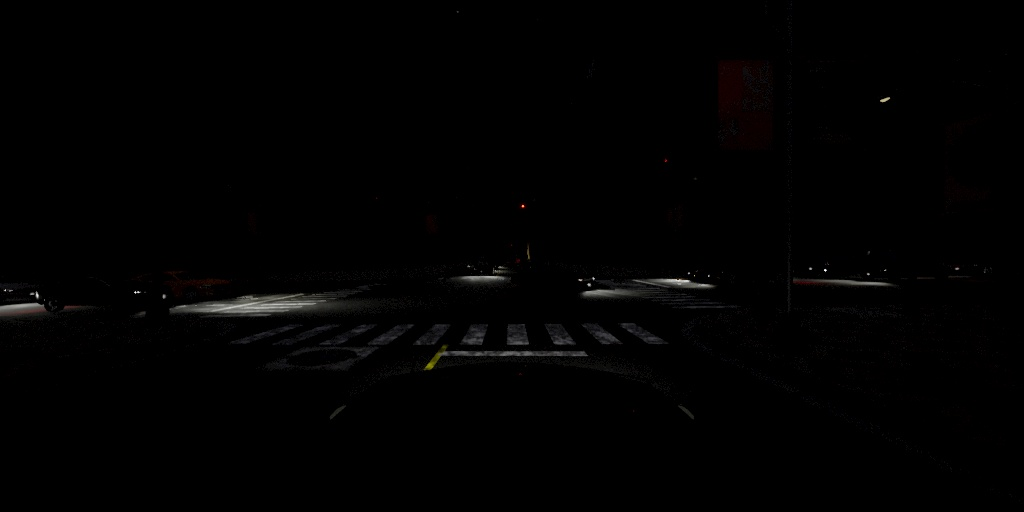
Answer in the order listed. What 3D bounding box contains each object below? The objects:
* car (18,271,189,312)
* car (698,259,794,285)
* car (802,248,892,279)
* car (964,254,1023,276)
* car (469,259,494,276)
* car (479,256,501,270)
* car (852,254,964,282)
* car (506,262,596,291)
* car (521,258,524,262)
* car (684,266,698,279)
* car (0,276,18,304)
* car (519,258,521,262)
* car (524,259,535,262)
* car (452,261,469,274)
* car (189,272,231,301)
[{"bbox_3d":[-17.629,1.546,15.661,4.902,1.511,2.128,-1,0,2],"label":"car"},{"bbox_3d":[14.728,0.965,22.387,4.892,1.490,1.837,-1,0,2],"label":"car"},{"bbox_3d":[24.130,0.510,25.675,5.566,2.045,2.150,-1,0,0],"label":"car"},{"bbox_3d":[34.350,0.605,25.683,4.902,1.511,2.128,-1,0,0],"label":"car"},{"bbox_3d":[-3.064,1.270,37.328,1.812,1.442,4.674,0,0,-2],"label":"car"},{"bbox_3d":[-3.195,0.974,53.412,2.150,2.045,5.566,0,1,0],"label":"car"},{"bbox_3d":[24.611,0.812,22.428,4.674,1.442,1.812,-1,0,0],"label":"car"},{"bbox_3d":[2.275,1.261,21.504,5.357,1.411,2.033,-2,0,43],"label":"car"},{"bbox_3d":[2.671,1.303,52.011,1.888,1.381,4.507,0,0,0],"label":"car"},{"bbox_3d":[14.654,1.020,25.657,4.181,1.385,1.994,-1,0,0],"label":"car"},{"bbox_3d":[-27.627,1.763,18.884,4.674,1.442,1.812,-1,0,0],"label":"car"},{"bbox_3d":[2.644,1.311,57.455,2.007,1.370,4.403,0,0,0],"label":"car"},{"bbox_3d":[2.726,1.305,41.122,2.007,1.370,4.403,0,0,0],"label":"car"},{"bbox_3d":[-5.799,1.305,41.083,2.007,1.370,4.403,0,0,0],"label":"car"},{"bbox_3d":[-17.652,1.528,18.905,5.008,1.535,1.882,-1,0,2],"label":"car"}]
